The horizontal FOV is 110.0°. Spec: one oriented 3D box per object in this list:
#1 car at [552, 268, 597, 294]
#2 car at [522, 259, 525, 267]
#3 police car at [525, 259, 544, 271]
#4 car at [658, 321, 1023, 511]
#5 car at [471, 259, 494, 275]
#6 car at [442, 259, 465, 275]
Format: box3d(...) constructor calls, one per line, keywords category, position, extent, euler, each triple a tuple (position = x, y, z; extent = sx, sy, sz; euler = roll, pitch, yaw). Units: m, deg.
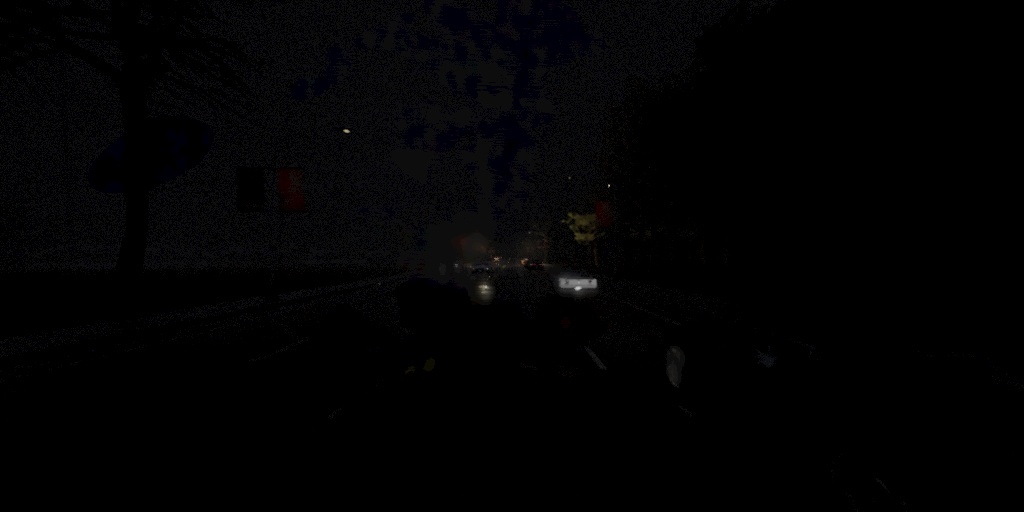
box3d(category="car", position=(3.349, 1.356, 20.246), extent=(1.895, 1.301, 4.718), euler=(0, 0, 0))
box3d(category="car", position=(3.247, 1.428, 60.384), extent=(1.994, 1.385, 4.181), euler=(0, 0, 0))
box3d(category="police car", position=(3.248, 1.330, 49.383), extent=(2.038, 1.542, 4.974), euler=(0, 0, 0))
box3d(category="car", position=(3.349, 1.351, 3.824), extent=(1.895, 1.301, 4.718), euler=(0, 0, 0))
box3d(category="car", position=(-3.340, 1.321, 40.240), extent=(1.812, 1.442, 4.674), euler=(0, 0, 0))
box3d(category="car", position=(-6.589, 1.147, 40.660), extent=(2.097, 1.767, 4.553), euler=(0, 0, 0))
